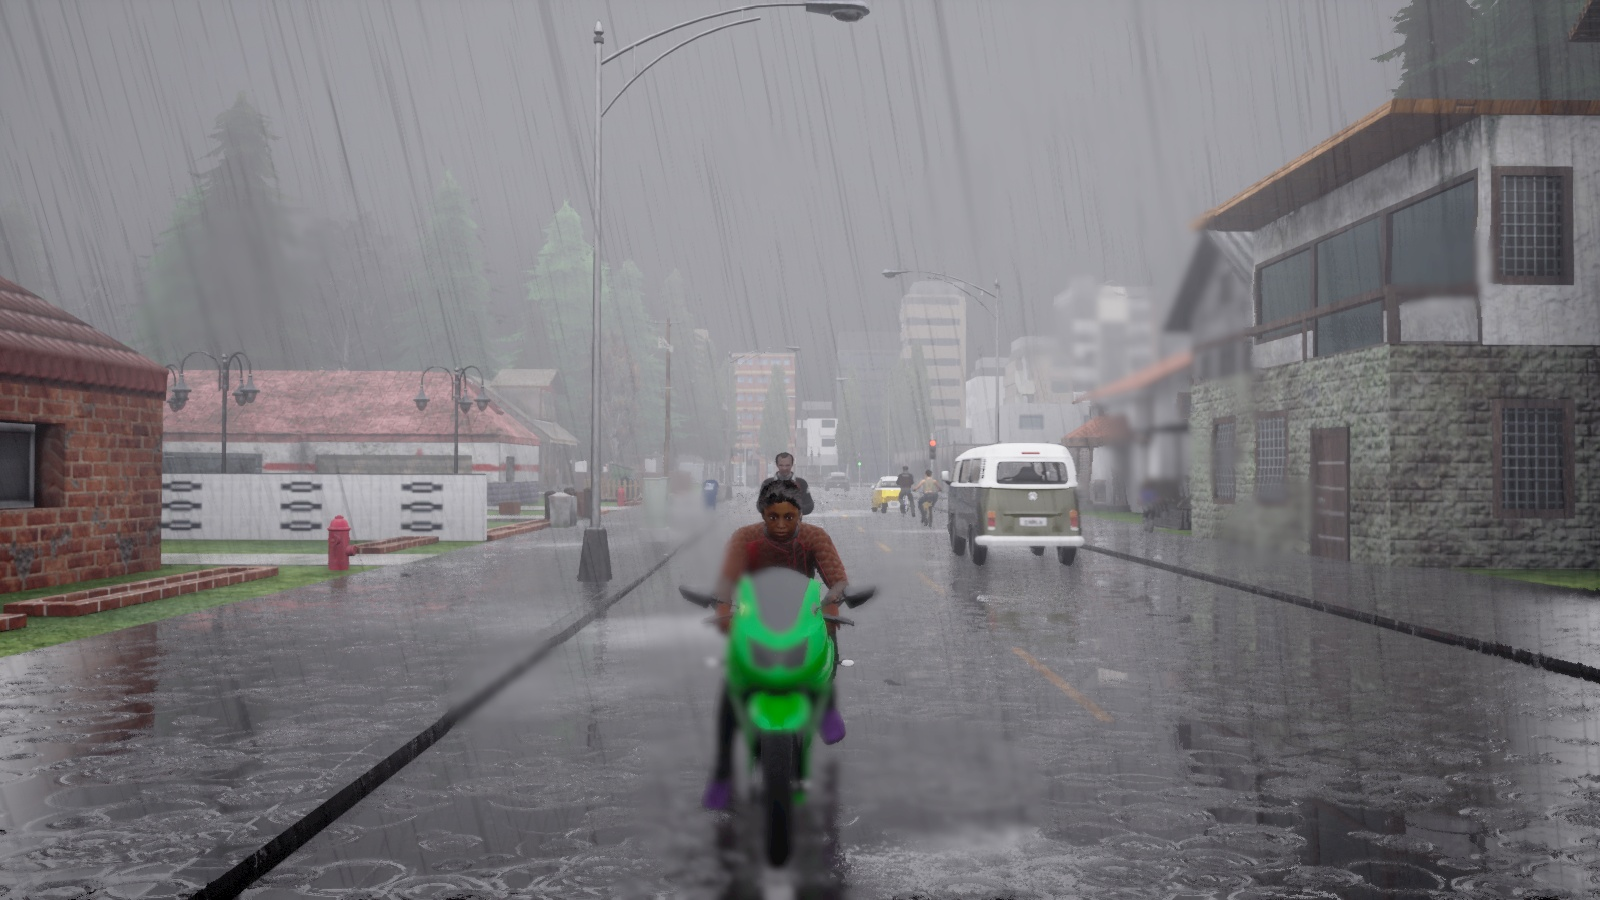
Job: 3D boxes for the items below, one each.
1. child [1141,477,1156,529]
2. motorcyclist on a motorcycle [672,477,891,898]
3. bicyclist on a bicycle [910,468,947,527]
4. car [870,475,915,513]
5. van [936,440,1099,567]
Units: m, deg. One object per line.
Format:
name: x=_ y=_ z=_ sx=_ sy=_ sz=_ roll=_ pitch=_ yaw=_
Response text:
child: x=8.489 y=1.283 z=30.584 sx=0.270 sy=1.263 sz=0.437 roll=0 pitch=-1 yaw=7
motorcyclist on a motorcycle: x=-0.079 y=0.891 z=5.633 sx=0.797 sy=1.523 sz=2.044 roll=0 pitch=-1 yaw=-1
bicyclist on a bicycle: x=3.617 y=1.331 z=35.467 sx=0.866 sy=1.612 sz=1.509 roll=0 pitch=-1 yaw=-1
car: x=3.493 y=1.654 z=47.662 sx=1.481 sy=1.376 sz=2.207 roll=0 pitch=-1 yaw=-1
van: x=3.746 y=0.899 z=22.449 sx=2.069 sy=2.038 sz=4.480 roll=0 pitch=-1 yaw=-1
